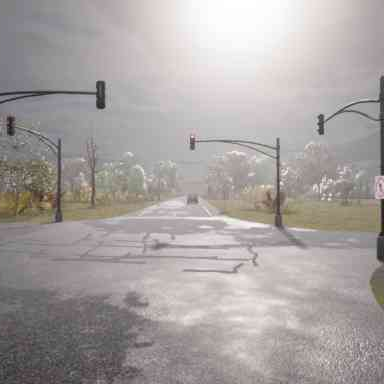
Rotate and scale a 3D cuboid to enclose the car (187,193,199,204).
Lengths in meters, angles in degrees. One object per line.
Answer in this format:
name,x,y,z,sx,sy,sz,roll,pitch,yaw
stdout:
car,0.156,1.293,67.658,2.150,2.045,5.566,0,0,0
